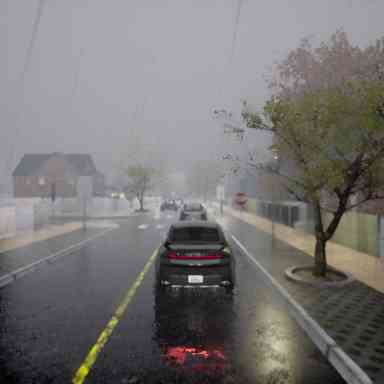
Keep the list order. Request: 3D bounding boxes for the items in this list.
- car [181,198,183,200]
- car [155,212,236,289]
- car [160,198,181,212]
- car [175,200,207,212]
[{"bbox_3d":[-2.803,1.789,53.580,1.812,1.442,4.674,0,0,0],"label":"car"},{"bbox_3d":[0.088,1.540,9.248,1.837,1.490,4.892,0,0,0],"label":"car"},{"bbox_3d":[-2.819,1.750,41.369,1.994,1.385,4.181,0,0,0],"label":"car"},{"bbox_3d":[0.094,1.590,24.461,2.128,1.511,4.902,0,0,0],"label":"car"}]
